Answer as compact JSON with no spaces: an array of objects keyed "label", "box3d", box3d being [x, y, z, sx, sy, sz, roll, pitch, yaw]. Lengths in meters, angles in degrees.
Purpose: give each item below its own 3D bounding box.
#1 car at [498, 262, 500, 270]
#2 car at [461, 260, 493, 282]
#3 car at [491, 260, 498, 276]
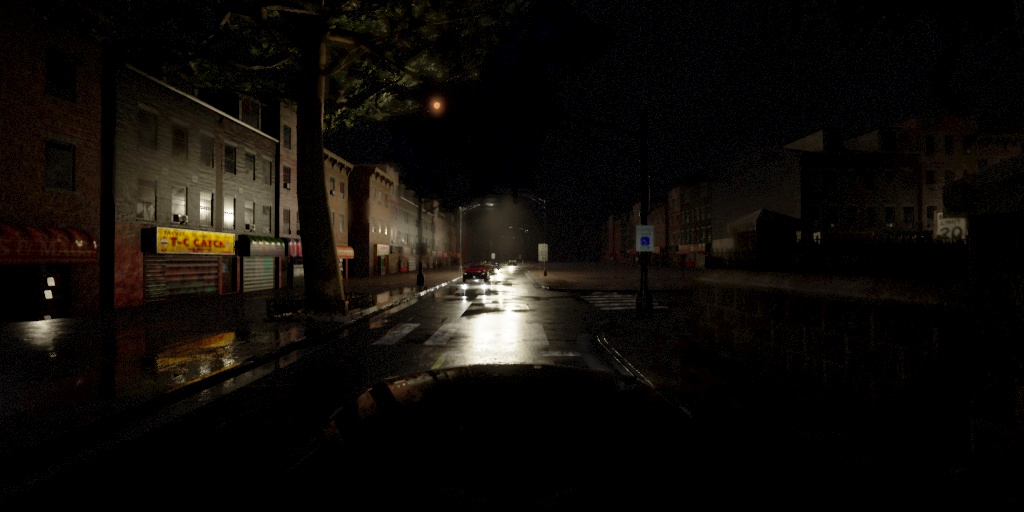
[{"label":"car","box3d":[-2.751,1.331,52.656,1.812,1.442,4.674,0,0,0]},{"label":"car","box3d":[-2.806,1.287,28.821,1.812,1.442,4.674,0,0,0]},{"label":"car","box3d":[-2.791,1.272,38.020,1.837,1.490,4.892,0,1,0]}]
